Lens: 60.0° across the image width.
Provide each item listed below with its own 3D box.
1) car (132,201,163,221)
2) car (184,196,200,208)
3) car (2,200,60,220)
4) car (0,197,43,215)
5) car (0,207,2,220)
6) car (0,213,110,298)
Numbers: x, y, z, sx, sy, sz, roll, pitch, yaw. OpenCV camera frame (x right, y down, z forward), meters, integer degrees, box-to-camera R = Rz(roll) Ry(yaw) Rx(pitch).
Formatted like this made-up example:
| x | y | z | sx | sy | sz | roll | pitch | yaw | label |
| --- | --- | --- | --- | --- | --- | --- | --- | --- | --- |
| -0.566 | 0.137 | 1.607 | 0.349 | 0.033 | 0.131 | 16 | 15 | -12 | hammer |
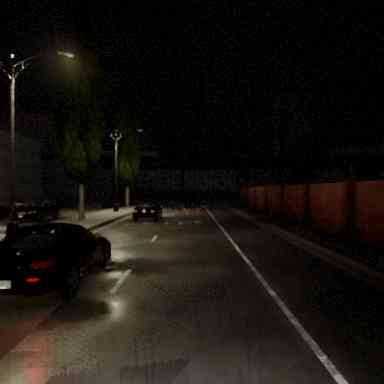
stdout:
| x | y | z | sx | sy | sz | roll | pitch | yaw | label |
| --- | --- | --- | --- | --- | --- | --- | --- | --- | --- |
| -3.401 | 1.416 | 26.019 | 2.033 | 1.411 | 5.357 | 0 | 0 | 0 | car |
| 0.071 | 1.306 | 43.617 | 1.812 | 1.442 | 4.674 | 0 | 0 | 0 | car |
| -11.543 | 1.367 | 24.876 | 2.128 | 1.511 | 4.902 | 0 | 0 | 1 | car |
| -15.001 | 1.167 | 28.957 | 1.895 | 1.301 | 4.718 | 0 | 0 | 0 | car |
| -15.054 | 1.482 | 23.549 | 1.895 | 1.301 | 4.718 | 0 | 0 | 1 | car |
| -3.395 | 1.483 | 8.276 | 1.812 | 1.442 | 4.674 | 0 | 0 | 0 | car |
